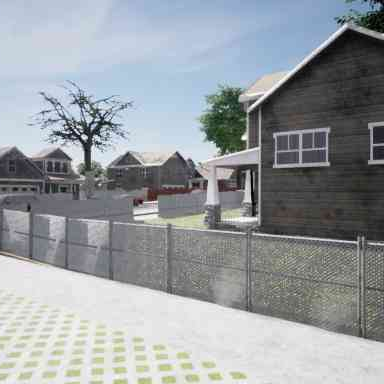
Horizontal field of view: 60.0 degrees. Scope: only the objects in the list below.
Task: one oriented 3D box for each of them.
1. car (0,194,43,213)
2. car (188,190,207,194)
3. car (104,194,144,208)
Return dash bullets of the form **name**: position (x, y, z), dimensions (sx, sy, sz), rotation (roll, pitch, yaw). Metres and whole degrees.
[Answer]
- **car**: position (-12.673, 0.949, 22.894), dimensions (2.097, 1.767, 4.553), rotation (0, 2, 35)
- **car**: position (0.685, 0.441, 41.799), dimensions (1.882, 1.535, 5.008), rotation (0, 2, 35)
- **car**: position (-6.803, 0.918, 31.217), dimensions (1.895, 1.301, 4.718), rotation (0, 2, 35)
